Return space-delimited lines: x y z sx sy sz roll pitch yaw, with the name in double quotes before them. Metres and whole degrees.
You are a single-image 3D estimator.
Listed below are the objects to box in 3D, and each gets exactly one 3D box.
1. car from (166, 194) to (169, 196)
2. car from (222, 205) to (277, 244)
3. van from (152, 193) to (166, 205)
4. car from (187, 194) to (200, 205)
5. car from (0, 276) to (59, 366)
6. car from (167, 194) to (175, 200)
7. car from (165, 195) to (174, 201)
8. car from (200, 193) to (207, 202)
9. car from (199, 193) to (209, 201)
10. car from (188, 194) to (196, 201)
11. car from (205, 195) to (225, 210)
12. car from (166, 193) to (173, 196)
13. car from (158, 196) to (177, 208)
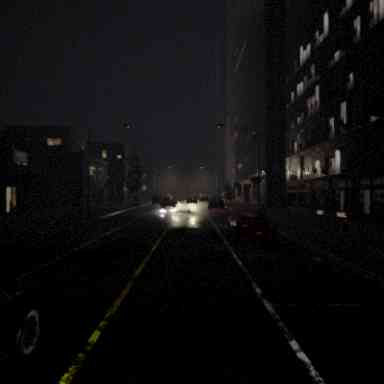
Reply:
"car" -5.691 1.461 60.795 1.802 1.307 4.206 1 0 0
"car" 2.698 1.513 15.587 1.887 1.381 4.507 1 0 0
"van" -5.686 1.231 55.149 1.690 1.788 3.998 1 0 0
"car" 0.008 1.432 57.835 2.033 1.411 5.357 0 0 1
"car" -3.103 1.594 3.203 1.895 1.301 4.718 0 0 0
"car" -5.696 1.371 89.013 1.887 1.381 4.507 1 0 0
"car" -5.695 1.388 83.370 2.008 1.369 4.403 1 0 0
"car" 2.689 1.298 72.028 1.967 1.590 4.097 1 0 0
"car" 2.689 1.163 77.672 2.192 1.841 5.009 1 0 0
"car" -0.015 1.212 73.989 1.837 1.490 4.892 0 0 0
"car" 2.993 1.394 41.540 1.882 1.535 5.008 0 0 0
"car" -5.689 1.173 72.082 2.192 1.841 5.009 1 0 0
"car" -3.095 1.510 44.957 1.895 1.301 4.718 0 0 0
